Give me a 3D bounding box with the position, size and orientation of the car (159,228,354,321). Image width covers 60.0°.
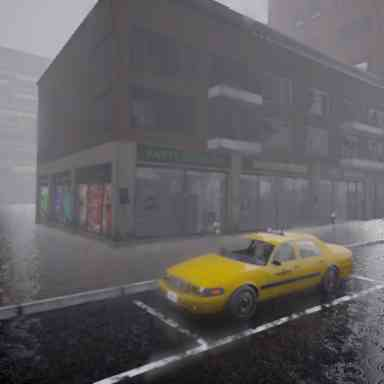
[{"bbox_3d":[1.628,1.500,7.232,4.829,1.417,1.752,0,2,-35],"label":"car"}]
